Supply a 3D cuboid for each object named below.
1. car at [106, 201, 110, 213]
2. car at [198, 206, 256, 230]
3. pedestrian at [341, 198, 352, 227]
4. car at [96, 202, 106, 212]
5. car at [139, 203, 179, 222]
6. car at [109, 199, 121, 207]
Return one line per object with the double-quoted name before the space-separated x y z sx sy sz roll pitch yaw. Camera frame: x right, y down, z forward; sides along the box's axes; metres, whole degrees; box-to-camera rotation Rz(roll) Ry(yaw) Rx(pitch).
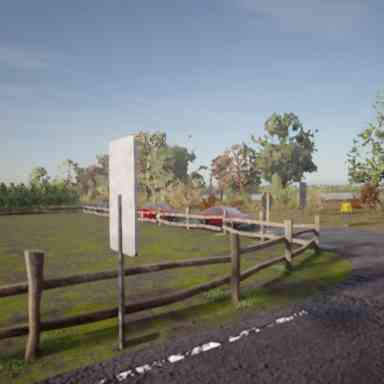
"car" -8.010 1.964 37.912 1.994 1.385 4.181 -1 0 -29
"car" 2.226 1.678 22.410 1.812 1.442 4.674 -1 0 -35
"pedestrian" 10.035 1.301 21.656 0.375 1.860 0.375 -2 1 -35
"car" -12.523 2.080 46.868 1.994 1.385 4.181 -1 0 -22
"car" -3.055 1.757 30.094 1.882 1.535 5.008 -1 0 -34
"car" -14.962 2.170 64.621 1.812 1.442 4.674 -1 0 -20
